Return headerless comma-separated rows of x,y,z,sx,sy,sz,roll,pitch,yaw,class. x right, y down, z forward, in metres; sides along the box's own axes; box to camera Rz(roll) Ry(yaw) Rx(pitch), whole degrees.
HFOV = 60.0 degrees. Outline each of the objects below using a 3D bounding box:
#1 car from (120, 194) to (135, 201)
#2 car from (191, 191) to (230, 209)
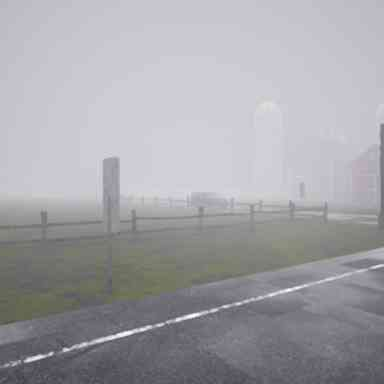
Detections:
-11.807,1.074,59.017,1.895,1.301,4.718,-1,1,-35,car
2.044,0.924,39.652,2.150,2.045,5.566,-1,1,-36,car
